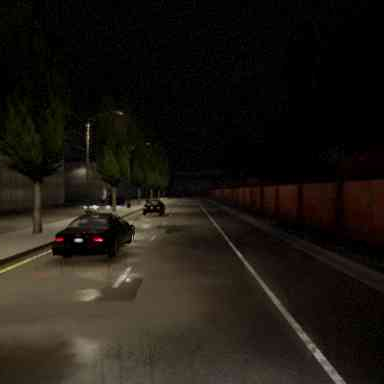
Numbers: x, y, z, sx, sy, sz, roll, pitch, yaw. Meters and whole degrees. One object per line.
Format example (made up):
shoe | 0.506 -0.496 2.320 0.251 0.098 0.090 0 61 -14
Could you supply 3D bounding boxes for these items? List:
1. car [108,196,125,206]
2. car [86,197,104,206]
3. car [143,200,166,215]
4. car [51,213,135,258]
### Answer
car | -11.892 1.370 52.834 1.882 1.535 5.008 0 0 0
car | -15.391 1.461 53.006 1.994 1.385 4.181 0 0 0
car | -3.634 1.476 32.412 2.033 1.411 5.357 0 0 0
car | -3.486 1.522 12.675 2.033 1.411 5.357 0 0 0
